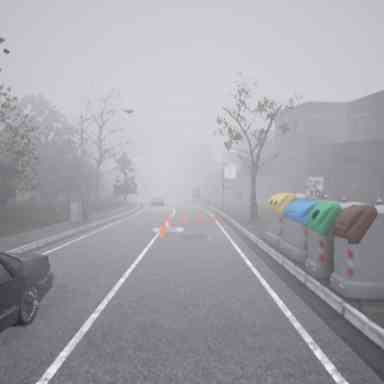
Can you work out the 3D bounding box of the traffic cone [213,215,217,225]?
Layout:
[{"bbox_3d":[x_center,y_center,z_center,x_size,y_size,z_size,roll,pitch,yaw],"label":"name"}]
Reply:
[{"bbox_3d":[1.492,1.851,22.086,0.340,0.580,0.340,0,0,6],"label":"traffic cone"}]

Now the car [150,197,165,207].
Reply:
[{"bbox_3d":[-4.781,1.359,46.496,2.033,1.411,5.357,-1,0,-7],"label":"car"}]

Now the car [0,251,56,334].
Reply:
[{"bbox_3d":[-3.597,1.527,4.232,2.033,1.411,5.357,0,0,0],"label":"car"}]
